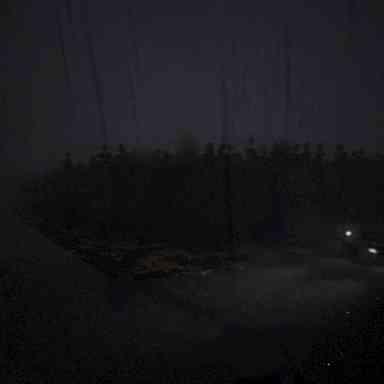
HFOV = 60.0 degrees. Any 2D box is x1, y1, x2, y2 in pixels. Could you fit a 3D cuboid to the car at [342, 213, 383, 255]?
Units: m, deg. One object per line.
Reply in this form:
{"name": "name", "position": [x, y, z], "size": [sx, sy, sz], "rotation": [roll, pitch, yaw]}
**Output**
{"name": "car", "position": [6.789, 1.256, 10.403], "size": [4.718, 1.301, 1.895], "rotation": [-2, 1, -34]}
